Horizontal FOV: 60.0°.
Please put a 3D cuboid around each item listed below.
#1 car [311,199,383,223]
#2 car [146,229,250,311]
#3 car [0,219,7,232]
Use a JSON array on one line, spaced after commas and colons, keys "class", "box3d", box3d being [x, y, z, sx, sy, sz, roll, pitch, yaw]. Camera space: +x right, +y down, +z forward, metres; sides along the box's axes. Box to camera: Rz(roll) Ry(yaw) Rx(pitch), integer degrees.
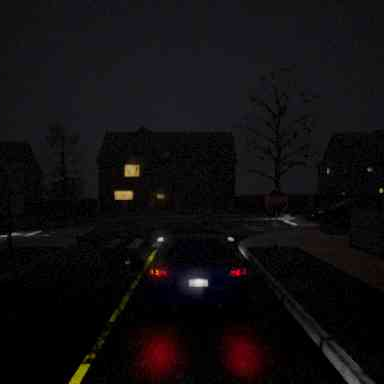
[{"class": "car", "box3d": [10.297, 1.197, 21.941, 4.674, 1.442, 1.812, -1, 1, 0]}, {"class": "car", "box3d": [0.092, 1.557, 7.818, 1.994, 1.385, 4.181, 0, 0, -1]}, {"class": "car", "box3d": [-12.937, 1.829, 18.938, 4.181, 1.385, 1.994, -1, 1, 0]}]
